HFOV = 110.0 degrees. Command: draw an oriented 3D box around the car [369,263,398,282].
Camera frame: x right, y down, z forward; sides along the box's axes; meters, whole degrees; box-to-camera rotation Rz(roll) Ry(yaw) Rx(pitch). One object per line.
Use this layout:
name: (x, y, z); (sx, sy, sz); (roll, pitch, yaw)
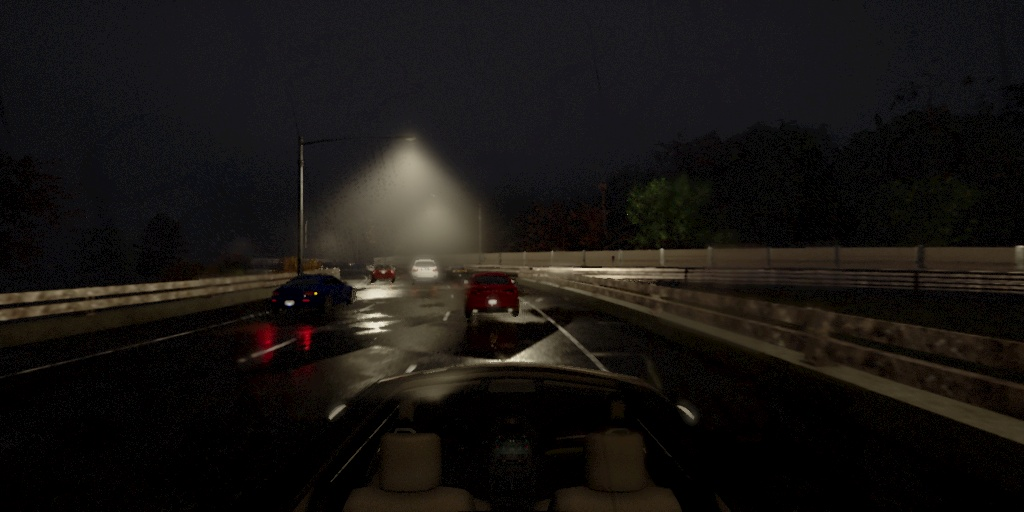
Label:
car: (-12.583, 1.592, 35.258); (2.097, 1.767, 4.553); (0, -1, -18)

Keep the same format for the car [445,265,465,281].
car: (-5.755, 1.717, 36.887); (2.128, 1.511, 4.902); (0, -1, -18)

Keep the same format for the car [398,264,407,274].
car: (-17.461, 2.019, 54.862); (1.837, 1.490, 4.892); (1, -1, -30)

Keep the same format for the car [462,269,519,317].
car: (-0.883, 1.391, 14.217); (1.882, 1.535, 5.008); (0, -1, -6)

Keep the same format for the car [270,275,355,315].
car: (-7.962, 1.481, 14.682); (1.812, 1.442, 4.674); (0, -1, -7)

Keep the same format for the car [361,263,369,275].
car: (-21.290, 2.132, 54.683); (1.895, 1.301, 4.718); (0, -1, -31)

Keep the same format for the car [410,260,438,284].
car: (-7.892, 1.398, 32.190); (2.150, 2.045, 5.566); (0, -1, -16)
